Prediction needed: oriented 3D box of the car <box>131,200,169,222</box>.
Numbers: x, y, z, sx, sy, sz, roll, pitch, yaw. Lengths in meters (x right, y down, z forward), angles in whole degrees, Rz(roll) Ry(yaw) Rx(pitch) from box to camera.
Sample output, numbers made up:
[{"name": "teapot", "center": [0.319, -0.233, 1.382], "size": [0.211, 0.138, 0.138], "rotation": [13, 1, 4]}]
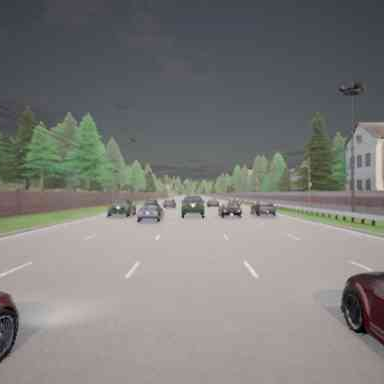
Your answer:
[{"name": "car", "center": [-3.407, 1.691, 28.012], "size": [2.033, 1.411, 5.357], "rotation": [0, 0, 0]}]

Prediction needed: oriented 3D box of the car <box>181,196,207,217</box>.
[{"name": "car", "center": [0.093, 1.390, 33.038], "size": [2.150, 2.045, 5.566], "rotation": [0, 0, 0]}]

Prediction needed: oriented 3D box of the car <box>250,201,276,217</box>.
[{"name": "car", "center": [7.092, 1.663, 33.499], "size": [2.128, 1.511, 4.902], "rotation": [0, 0, 0]}]

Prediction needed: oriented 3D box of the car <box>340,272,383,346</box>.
[{"name": "car", "center": [3.599, 1.586, 4.163], "size": [1.994, 1.385, 4.181], "rotation": [0, 0, 0]}]

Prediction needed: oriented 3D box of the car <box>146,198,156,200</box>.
[{"name": "car", "center": [-6.935, 1.782, 56.922], "size": [2.128, 1.511, 4.902], "rotation": [0, 0, 0]}]

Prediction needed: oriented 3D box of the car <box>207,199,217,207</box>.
[{"name": "car", "center": [3.564, 1.854, 56.846], "size": [1.994, 1.385, 4.181], "rotation": [0, 0, 0]}]

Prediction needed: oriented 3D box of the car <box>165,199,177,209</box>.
[{"name": "car", "center": [-3.463, 1.756, 51.773], "size": [2.128, 1.511, 4.902], "rotation": [0, 0, 1]}]

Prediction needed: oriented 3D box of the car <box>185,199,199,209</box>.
[{"name": "car", "center": [0.040, 1.814, 52.268], "size": [2.033, 1.411, 5.357], "rotation": [0, 0, 0]}]

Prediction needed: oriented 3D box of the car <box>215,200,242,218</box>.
[{"name": "car", "center": [3.592, 1.766, 32.243], "size": [1.895, 1.301, 4.718], "rotation": [0, 0, 0]}]

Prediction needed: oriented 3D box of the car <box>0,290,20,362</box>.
[{"name": "car", "center": [-3.414, 1.541, 2.909], "size": [1.812, 1.442, 4.674], "rotation": [0, 0, 0]}]

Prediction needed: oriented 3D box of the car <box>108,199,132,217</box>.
[{"name": "car", "center": [-6.907, 1.522, 33.266], "size": [2.097, 1.767, 4.553], "rotation": [0, 0, 0]}]
